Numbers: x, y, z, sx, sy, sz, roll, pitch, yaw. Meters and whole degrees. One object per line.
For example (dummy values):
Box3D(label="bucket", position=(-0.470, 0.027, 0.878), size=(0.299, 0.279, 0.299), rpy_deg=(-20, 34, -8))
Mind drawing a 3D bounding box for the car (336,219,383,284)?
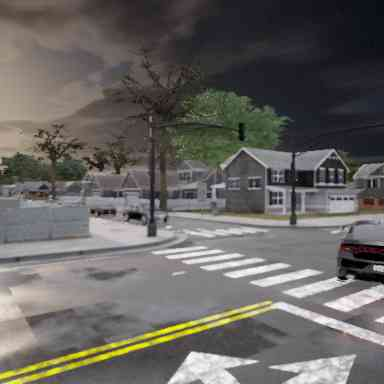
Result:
Box3D(label="car", position=(5.326, 1.522, 9.473), size=(1.882, 1.535, 5.008), rpy_deg=(1, 1, 29))

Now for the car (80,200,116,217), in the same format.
Box3D(label="car", position=(-9.039, 1.575, 32.720), size=(1.882, 1.535, 5.008), rpy_deg=(0, 0, -35))

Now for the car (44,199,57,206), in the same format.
Box3D(label="car", position=(-20.229, 1.731, 48.583), size=(1.895, 1.301, 4.718), rpy_deg=(0, 0, -35))

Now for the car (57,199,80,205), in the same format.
Box3D(label="car", position=(-14.715, 1.640, 40.735), size=(1.812, 1.442, 4.674), rpy_deg=(0, 0, -35))

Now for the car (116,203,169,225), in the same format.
Box3D(label="car", position=(-3.506, 1.573, 24.914), size=(2.128, 1.511, 4.902), rpy_deg=(0, 0, -35))
